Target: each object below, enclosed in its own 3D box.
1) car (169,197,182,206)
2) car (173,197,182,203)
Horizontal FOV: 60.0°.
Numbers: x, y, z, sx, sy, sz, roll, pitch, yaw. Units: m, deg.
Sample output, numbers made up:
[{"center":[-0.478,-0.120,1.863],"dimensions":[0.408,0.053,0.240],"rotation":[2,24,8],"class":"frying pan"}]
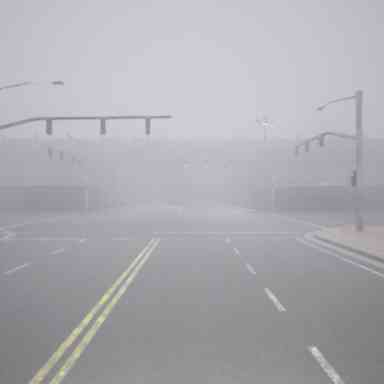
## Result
[{"center":[-3.514,1.953,65.207],"dimensions":[1.895,1.301,4.718],"rotation":[0,0,0],"class":"car"},{"center":[-3.512,1.922,80.586],"dimensions":[1.837,1.490,4.892],"rotation":[0,0,0],"class":"car"}]
